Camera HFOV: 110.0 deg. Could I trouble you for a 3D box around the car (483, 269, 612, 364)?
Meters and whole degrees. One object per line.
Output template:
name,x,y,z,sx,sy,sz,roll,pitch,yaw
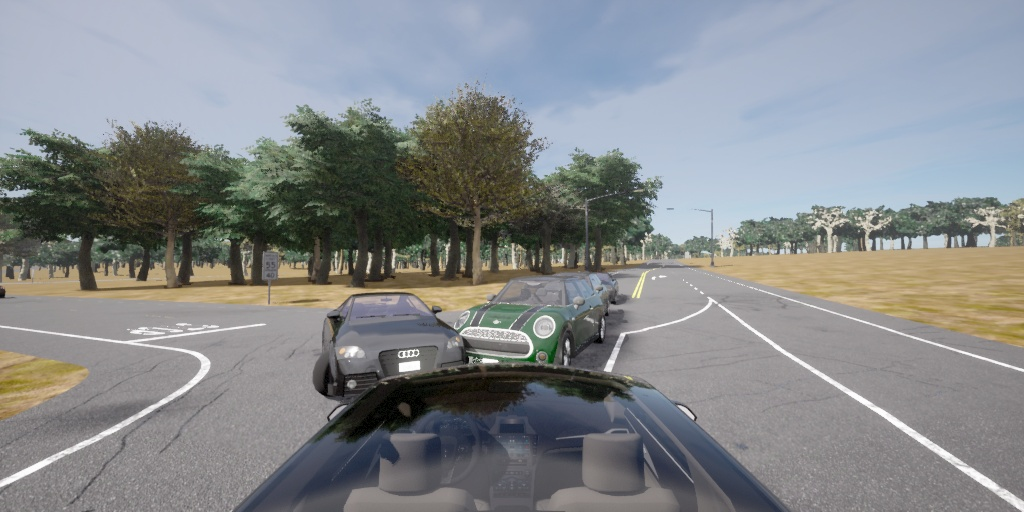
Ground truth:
car,0.617,1.218,7.821,2.097,1.767,4.553,-1,-2,26

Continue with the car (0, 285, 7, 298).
car,-40.860,2.561,27.378,4.181,1.385,1.994,-2,-3,22

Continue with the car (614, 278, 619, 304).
car,4.217,1.509,17.861,1.994,1.385,4.181,-1,0,19

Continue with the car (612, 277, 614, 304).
car,2.024,1.344,12.134,2.097,1.767,4.553,-1,-1,21

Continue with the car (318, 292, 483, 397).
car,-2.354,1.376,6.616,1.994,1.385,4.181,1,-2,-29
